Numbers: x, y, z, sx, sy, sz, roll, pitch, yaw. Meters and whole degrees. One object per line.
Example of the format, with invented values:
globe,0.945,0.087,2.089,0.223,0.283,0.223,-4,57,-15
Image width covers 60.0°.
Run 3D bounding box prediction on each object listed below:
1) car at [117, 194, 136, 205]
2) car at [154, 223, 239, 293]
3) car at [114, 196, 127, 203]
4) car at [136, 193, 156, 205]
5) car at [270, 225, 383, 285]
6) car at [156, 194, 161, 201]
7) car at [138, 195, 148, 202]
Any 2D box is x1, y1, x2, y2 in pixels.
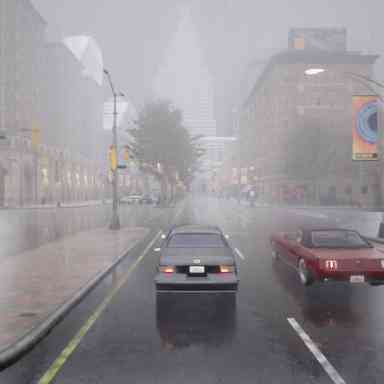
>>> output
car,-11.624,1.526,58.937,1.812,1.442,4.674,0,0,0
car,0.091,1.547,8.958,2.033,1.411,5.357,0,0,0
car,-14.829,1.595,69.203,1.895,1.301,4.718,0,0,0
car,-8.125,1.491,59.227,2.128,1.511,4.902,0,0,0
car,3.590,1.601,9.442,1.895,1.301,4.718,0,0,0
car,-8.079,1.526,68.995,1.812,1.442,4.674,0,0,0
car,-11.591,1.524,79.217,1.812,1.442,4.674,0,0,0
